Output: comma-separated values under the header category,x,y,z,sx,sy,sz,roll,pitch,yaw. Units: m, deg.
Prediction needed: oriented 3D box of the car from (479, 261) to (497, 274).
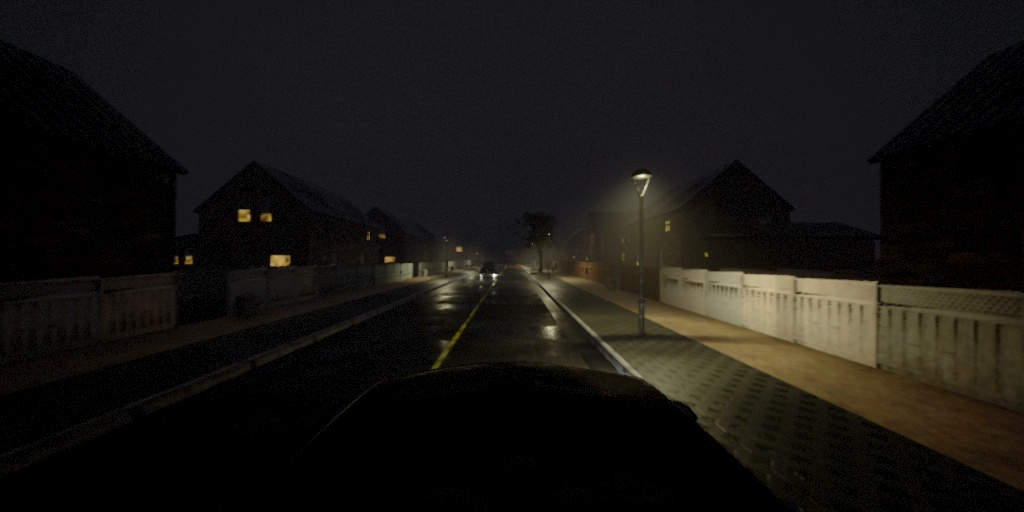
category,x,y,z,sx,sy,sz,roll,pitch,yaw
car,-2.847,1.417,43.727,1.837,1.490,4.892,0,0,0

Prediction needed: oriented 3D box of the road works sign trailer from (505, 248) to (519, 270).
category,x,y,z,sx,sy,sz,roll,pitch,yaw
road works sign trailer,-0.015,0.481,58.057,2.380,3.560,2.880,0,0,0
